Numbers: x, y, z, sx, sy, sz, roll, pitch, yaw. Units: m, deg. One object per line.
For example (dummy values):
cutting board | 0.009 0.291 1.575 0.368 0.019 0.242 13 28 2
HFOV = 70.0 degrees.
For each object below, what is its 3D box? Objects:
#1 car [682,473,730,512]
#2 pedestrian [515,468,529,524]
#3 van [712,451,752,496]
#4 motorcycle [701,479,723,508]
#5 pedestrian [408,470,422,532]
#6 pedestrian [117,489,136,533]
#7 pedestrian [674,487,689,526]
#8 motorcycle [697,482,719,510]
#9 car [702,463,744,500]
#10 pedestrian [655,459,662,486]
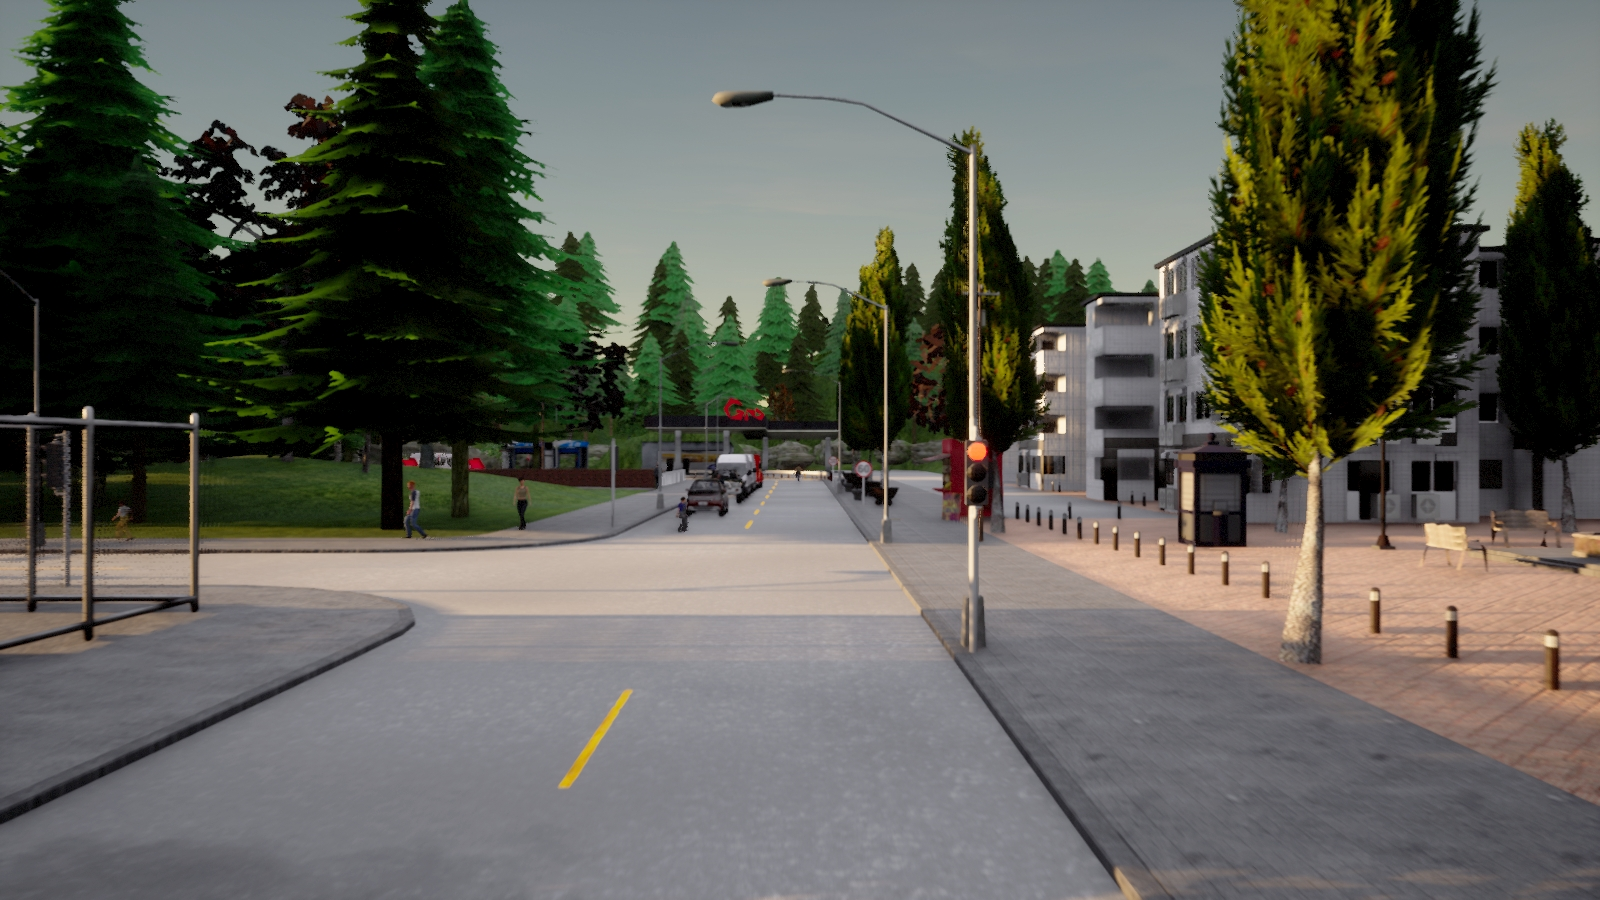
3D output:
car | -3.999 1.807 49.120 1.789 1.549 3.705 0 0 0
pedestrian | -9.271 1.526 38.111 0.375 1.860 0.375 0 0 -4
van | -3.990 1.315 68.003 1.988 2.561 5.915 0 0 0
motorcycle | -3.987 1.962 52.104 0.856 1.236 1.805 0 0 0
pedestrian | -11.544 1.524 34.252 0.375 1.860 0.375 0 0 -12
pedestrian | -20.025 1.805 33.978 0.375 1.300 0.375 0 0 -5
pedestrian | -3.993 1.909 38.444 0.375 1.300 0.375 0 0 14
motorcycle | -4.017 1.993 50.112 0.803 1.145 2.033 0 0 0
car | -4.045 1.644 60.937 1.932 1.855 4.605 0 0 0
pedestrian | -9.567 1.525 77.157 0.375 1.860 0.375 0 0 6
